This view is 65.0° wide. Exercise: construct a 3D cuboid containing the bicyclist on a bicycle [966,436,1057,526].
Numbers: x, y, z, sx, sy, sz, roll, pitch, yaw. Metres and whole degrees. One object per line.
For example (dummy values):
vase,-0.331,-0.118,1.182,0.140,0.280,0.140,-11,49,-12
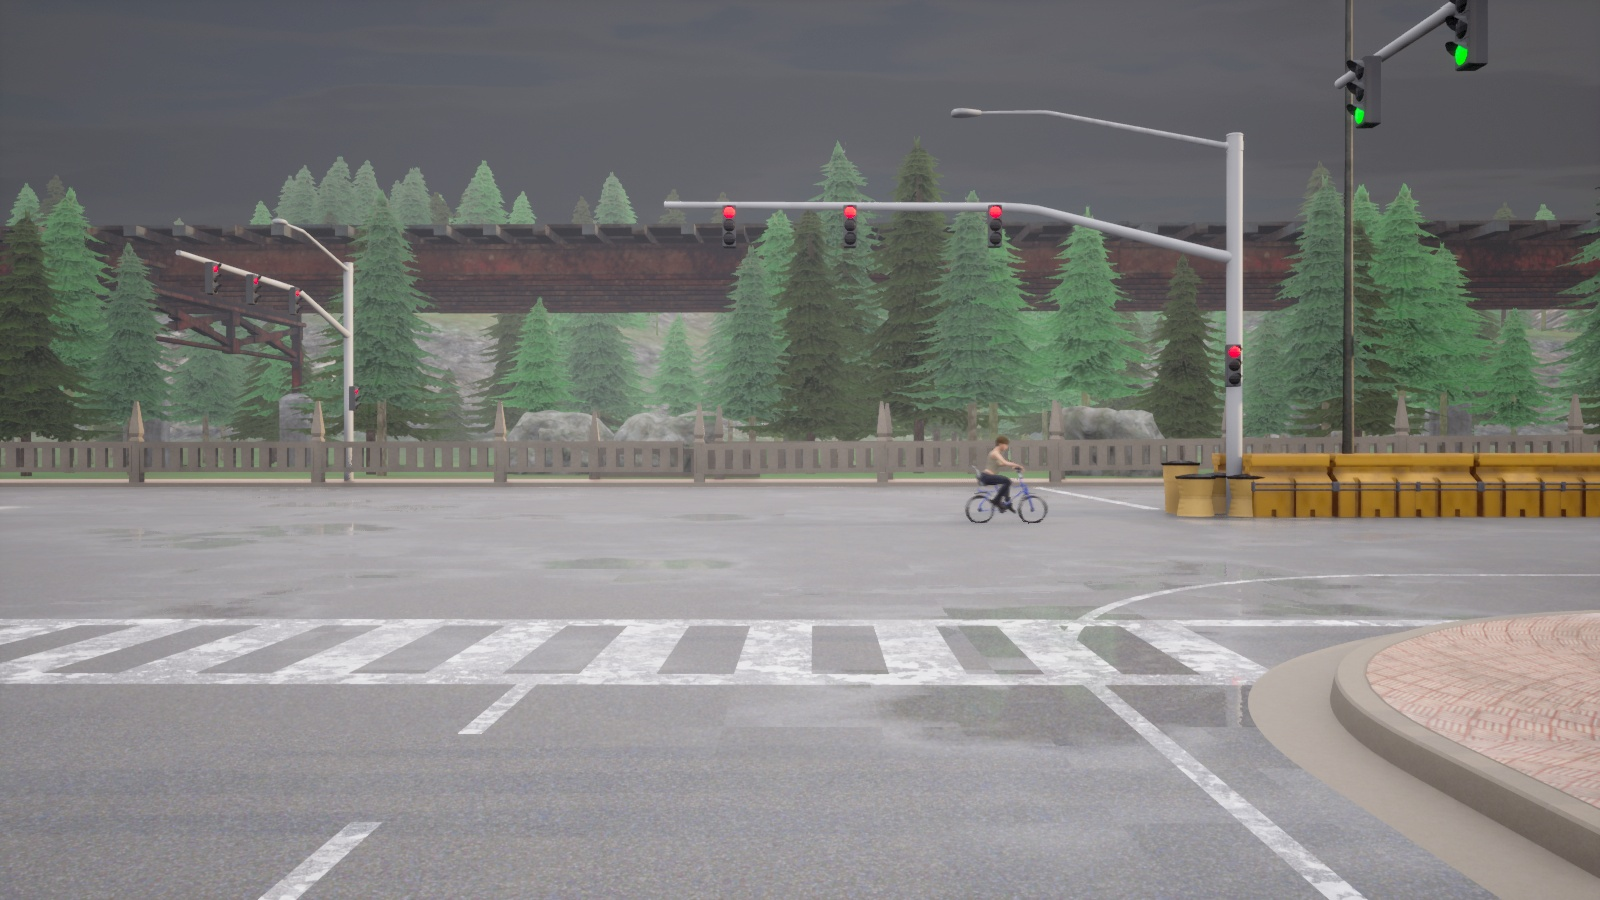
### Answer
bicyclist on a bicycle,3.839,0.557,22.899,1.509,1.612,0.866,0,0,0
